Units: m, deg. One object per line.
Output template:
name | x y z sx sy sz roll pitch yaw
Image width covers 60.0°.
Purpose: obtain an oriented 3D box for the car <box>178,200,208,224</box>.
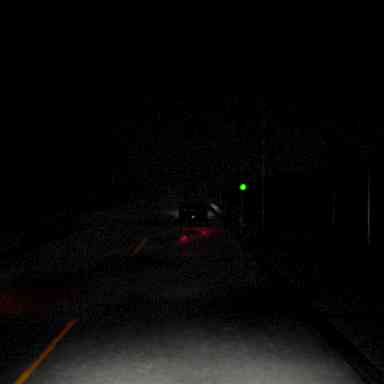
car | 0.078 1.271 22.479 2.128 1.511 4.902 0 1 0
